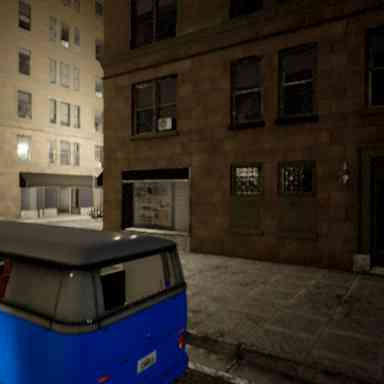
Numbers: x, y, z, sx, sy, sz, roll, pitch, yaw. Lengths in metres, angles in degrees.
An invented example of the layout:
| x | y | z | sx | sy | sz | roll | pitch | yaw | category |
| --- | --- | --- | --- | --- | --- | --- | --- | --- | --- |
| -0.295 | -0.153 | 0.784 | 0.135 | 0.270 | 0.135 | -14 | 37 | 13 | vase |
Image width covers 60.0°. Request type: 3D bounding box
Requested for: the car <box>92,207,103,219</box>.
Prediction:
| x | y | z | sx | sy | sz | roll | pitch | yaw | category |
| --- | --- | --- | --- | --- | --- | --- | --- | --- | --- |
| -5.676 | 1.468 | 26.306 | 2.128 | 1.511 | 4.902 | 0 | 0 | 33 | car |

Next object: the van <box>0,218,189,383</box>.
| x | y | z | sx | sy | sz | roll | pitch | yaw | category |
| --- | --- | --- | --- | --- | --- | --- | --- | --- | --- |
| -1.963 | 1.316 | 4.083 | 3.998 | 1.788 | 1.690 | 0 | 0 | 33 | van |
